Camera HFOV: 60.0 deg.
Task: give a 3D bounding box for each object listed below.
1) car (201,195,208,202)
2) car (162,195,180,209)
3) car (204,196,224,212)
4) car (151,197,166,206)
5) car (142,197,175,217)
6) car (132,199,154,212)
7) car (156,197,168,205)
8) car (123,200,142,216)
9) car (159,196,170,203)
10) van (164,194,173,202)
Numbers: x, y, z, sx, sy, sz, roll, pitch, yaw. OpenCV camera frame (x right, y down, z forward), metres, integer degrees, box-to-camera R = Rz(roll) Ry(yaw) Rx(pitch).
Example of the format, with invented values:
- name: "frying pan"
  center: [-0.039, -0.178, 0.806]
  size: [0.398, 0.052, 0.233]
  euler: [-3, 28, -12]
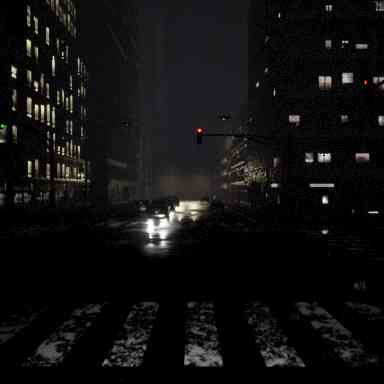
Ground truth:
- name: "car"
  center: [2.848, 1.422, 72.560]
  size: [1.967, 1.590, 4.097]
  euler: [-1, 0, 0]
- name: "car"
  center: [-2.999, 1.480, 40.463]
  size: [2.128, 1.511, 4.902]
  euler: [0, 0, 0]
- name: "car"
  center: [2.768, 1.540, 38.632]
  size: [2.008, 1.369, 4.403]
  euler: [-1, 0, 0]
- name: "car"
  center: [-5.571, 1.530, 55.615]
  size: [1.887, 1.381, 4.507]
  euler: [-1, 0, 0]
- name: "car"
  center: [-3.028, 1.482, 30.978]
  size: [2.128, 1.511, 4.902]
  euler: [0, 0, 0]
- name: "car"
  center: [-5.612, 1.555, 38.652]
  size: [1.947, 1.339, 4.313]
  euler: [-1, 0, 0]
- name: "car"
  center: [-5.557, 1.566, 61.270]
  size: [1.802, 1.307, 4.206]
  euler: [-1, 0, 0]
- name: "car"
  center: [-5.626, 1.516, 32.828]
  size: [1.752, 1.417, 4.829]
  euler: [-1, 0, 0]
- name: "car"
  center: [-5.544, 1.528, 66.925]
  size: [1.887, 1.381, 4.507]
  euler: [-1, 0, 0]
- name: "van"
  center: [-5.520, 1.322, 78.234]
  size: [1.690, 1.788, 3.998]
  euler: [-1, 0, 0]
